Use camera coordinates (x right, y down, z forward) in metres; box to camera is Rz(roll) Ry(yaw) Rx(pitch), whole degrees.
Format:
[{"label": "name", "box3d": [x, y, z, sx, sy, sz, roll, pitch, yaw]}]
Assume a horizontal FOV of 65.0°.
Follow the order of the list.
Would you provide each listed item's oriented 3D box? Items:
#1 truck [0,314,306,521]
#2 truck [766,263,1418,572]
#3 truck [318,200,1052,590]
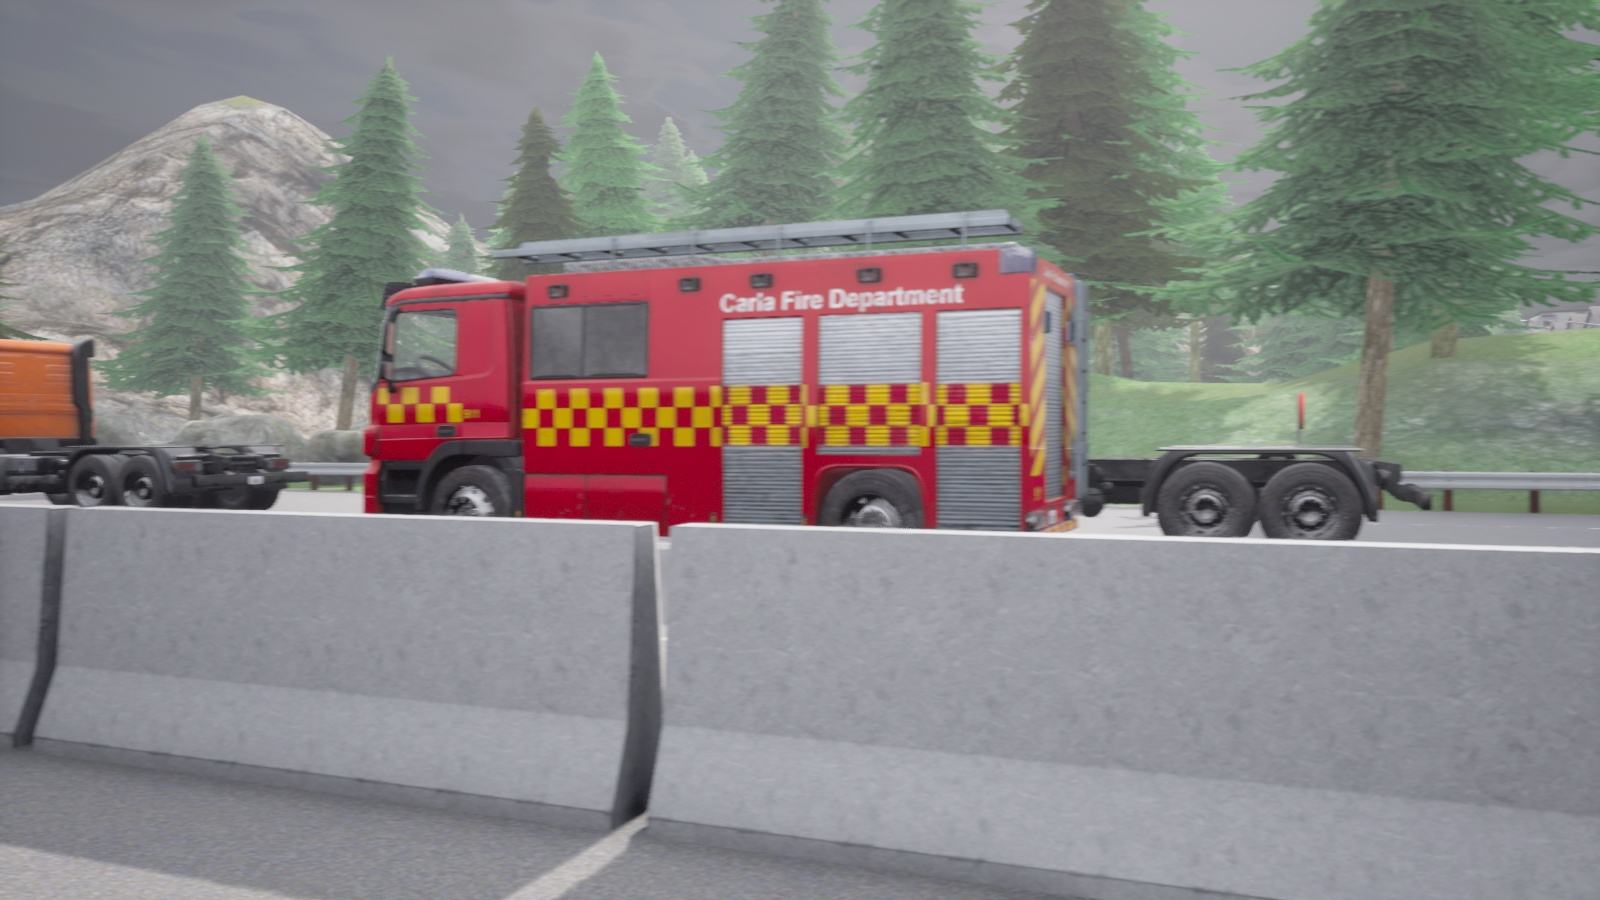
[{"label": "truck", "box3d": [-13.564, -0.602, 23.886, 7.936, 3.462, 2.891, 1, 1, 22]}, {"label": "truck", "box3d": [3.770, -0.424, 16.898, 7.936, 3.462, 2.891, 1, 1, 22]}, {"label": "truck", "box3d": [-1.474, -0.598, 15.237, 8.468, 3.827, 2.891, 1, 1, 22]}]
